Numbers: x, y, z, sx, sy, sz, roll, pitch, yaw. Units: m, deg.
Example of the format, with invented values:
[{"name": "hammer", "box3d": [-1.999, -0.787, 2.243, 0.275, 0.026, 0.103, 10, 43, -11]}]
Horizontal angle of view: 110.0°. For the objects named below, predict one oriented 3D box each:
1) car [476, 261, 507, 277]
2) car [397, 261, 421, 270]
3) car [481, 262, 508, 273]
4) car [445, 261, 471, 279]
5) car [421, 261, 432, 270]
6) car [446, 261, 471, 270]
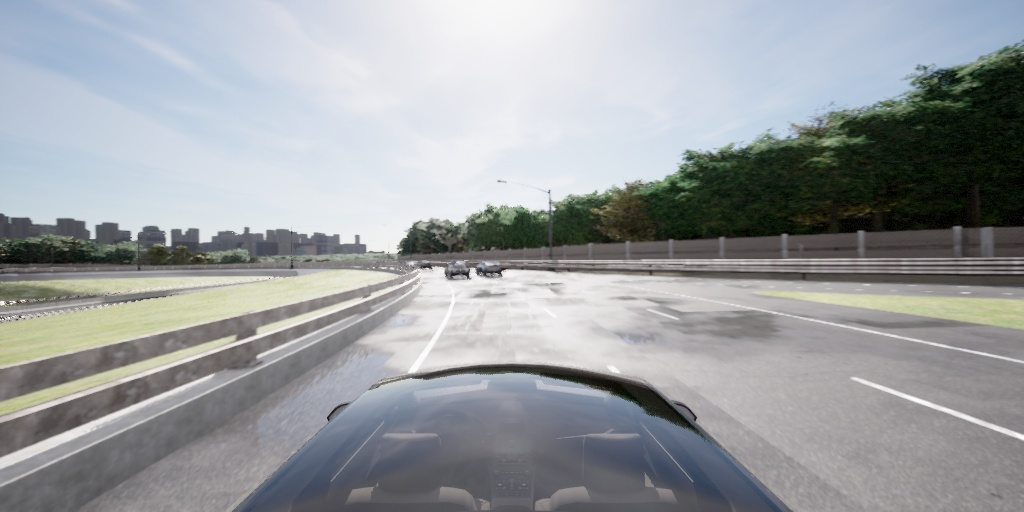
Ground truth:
[{"name": "car", "box3d": [-2.473, 1.302, 37.212, 2.128, 1.511, 4.902, -1, 0, -19]}, {"name": "car", "box3d": [-17.431, 1.670, 59.534, 2.033, 1.411, 5.357, -1, 0, -35]}, {"name": "car", "box3d": [-2.382, 1.410, 46.695, 1.895, 1.301, 4.718, -1, 0, -25]}, {"name": "car", "box3d": [-5.413, 1.470, 35.063, 1.895, 1.301, 4.718, -1, 0, -18]}, {"name": "car", "box3d": [-15.811, 1.592, 63.163, 1.837, 1.490, 4.892, -1, -1, -36]}, {"name": "car", "box3d": [-8.916, 1.493, 59.218, 2.033, 1.411, 5.357, -1, 0, -33]}]
